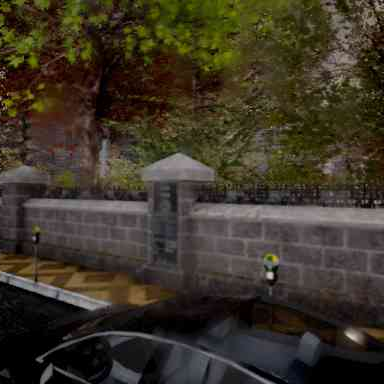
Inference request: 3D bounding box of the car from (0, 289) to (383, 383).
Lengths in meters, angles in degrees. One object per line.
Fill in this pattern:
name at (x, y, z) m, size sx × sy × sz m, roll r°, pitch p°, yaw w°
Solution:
car at (-0.065, 1.557, 2.767) m, size 4.313 × 1.339 × 1.947 m, roll 0°, pitch 0°, yaw 35°
